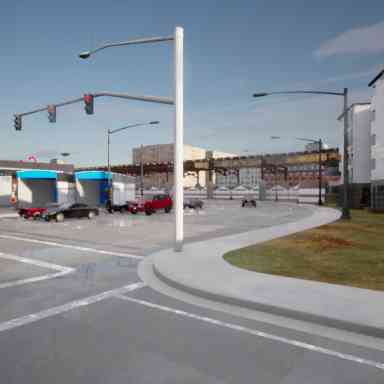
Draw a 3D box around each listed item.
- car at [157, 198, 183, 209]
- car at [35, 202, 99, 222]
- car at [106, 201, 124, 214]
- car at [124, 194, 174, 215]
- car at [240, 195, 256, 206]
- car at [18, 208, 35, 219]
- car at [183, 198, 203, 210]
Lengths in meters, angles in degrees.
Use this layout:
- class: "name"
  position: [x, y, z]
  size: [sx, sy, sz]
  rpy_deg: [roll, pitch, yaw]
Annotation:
- class: "car"
  position: [-2.956, 1.547, 46.029]
  size: [2.033, 1.411, 5.357]
  rpy_deg: [0, 0, 15]
- class: "car"
  position: [-9.592, 1.526, 26.479]
  size: [1.812, 1.442, 4.674]
  rpy_deg: [0, 0, 36]
- class: "car"
  position: [-7.111, 1.601, 36.221]
  size: [1.895, 1.301, 4.718]
  rpy_deg: [0, 0, 30]
- class: "car"
  position: [-4.130, 1.221, 34.417]
  size: [2.150, 2.045, 5.566]
  rpy_deg: [0, 0, 30]
- class: "car"
  position: [8.915, 1.352, 53.239]
  size: [2.097, 1.767, 4.553]
  rpy_deg: [0, 0, 5]
- class: "car"
  position: [-12.295, 1.601, 28.661]
  size: [1.895, 1.301, 4.718]
  rpy_deg: [0, 0, 37]
- class: "car"
  position: [0.119, 1.547, 44.101]
  size: [2.033, 1.411, 5.357]
  rpy_deg: [0, 0, 16]
